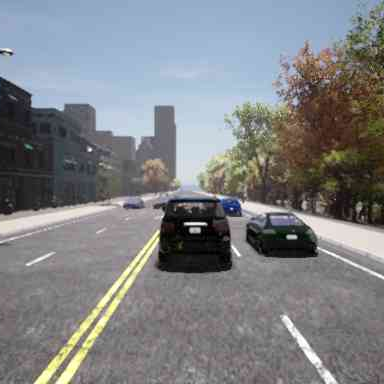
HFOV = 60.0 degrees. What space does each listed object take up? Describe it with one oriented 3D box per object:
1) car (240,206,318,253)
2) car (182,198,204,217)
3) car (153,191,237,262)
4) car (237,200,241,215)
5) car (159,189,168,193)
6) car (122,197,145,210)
[{"bbox_3d":[3.330,1.458,13.101,1.994,1.385,4.181,0,0,0],"label":"car"},{"bbox_3d":[0.056,1.288,29.591,1.812,1.442,4.674,0,0,0],"label":"car"},{"bbox_3d":[0.082,1.126,11.803,2.150,2.045,5.566,0,0,0],"label":"car"},{"bbox_3d":[3.305,1.236,30.123,1.882,1.535,5.008,0,0,0],"label":"car"},{"bbox_3d":[-6.621,0.206,78.955,2.150,2.045,5.566,0,0,0],"label":"car"},{"bbox_3d":[-6.650,1.239,38.520,2.033,1.411,5.357,0,0,0],"label":"car"}]
